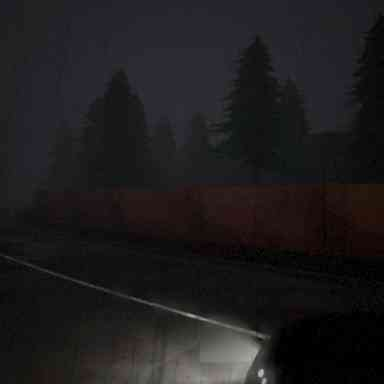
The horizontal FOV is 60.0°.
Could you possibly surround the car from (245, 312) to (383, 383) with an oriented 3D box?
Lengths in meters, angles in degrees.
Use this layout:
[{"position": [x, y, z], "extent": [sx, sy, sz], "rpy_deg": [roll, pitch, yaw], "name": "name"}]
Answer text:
[{"position": [2.464, 1.567, 2.362], "extent": [4.181, 1.385, 1.994], "rpy_deg": [-1, 0, 36], "name": "car"}]
